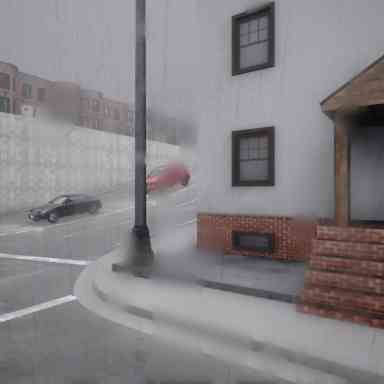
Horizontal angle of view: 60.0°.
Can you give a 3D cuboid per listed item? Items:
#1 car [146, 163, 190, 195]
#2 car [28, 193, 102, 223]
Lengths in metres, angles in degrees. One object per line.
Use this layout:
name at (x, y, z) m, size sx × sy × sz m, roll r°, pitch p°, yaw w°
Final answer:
car at (-2.351, -1.187, 28.687) m, size 2.150 × 2.045 × 5.566 m, roll 0°, pitch 13°, yaw 34°
car at (-7.826, 0.873, 20.854) m, size 1.812 × 1.442 × 4.674 m, roll 0°, pitch 7°, yaw 35°
